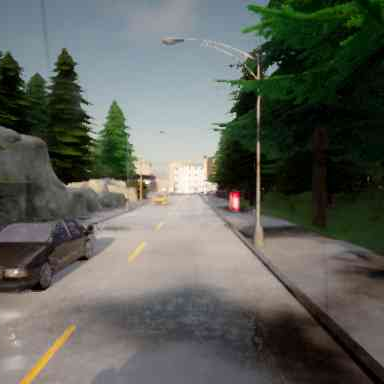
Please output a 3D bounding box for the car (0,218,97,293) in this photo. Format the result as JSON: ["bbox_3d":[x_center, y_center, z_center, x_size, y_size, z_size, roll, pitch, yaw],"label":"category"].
[{"bbox_3d":[-4.093,1.438,8.953,2.033,1.411,5.357,0,1,0],"label":"car"}]

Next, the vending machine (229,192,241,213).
[{"bbox_3d":[4.317,1.009,33.773,1.100,2.100,0.880,0,1,0],"label":"vending machine"}]

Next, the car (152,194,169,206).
[{"bbox_3d":[-4.026,0.964,42.768,1.882,1.535,5.008,0,1,1],"label":"car"}]
